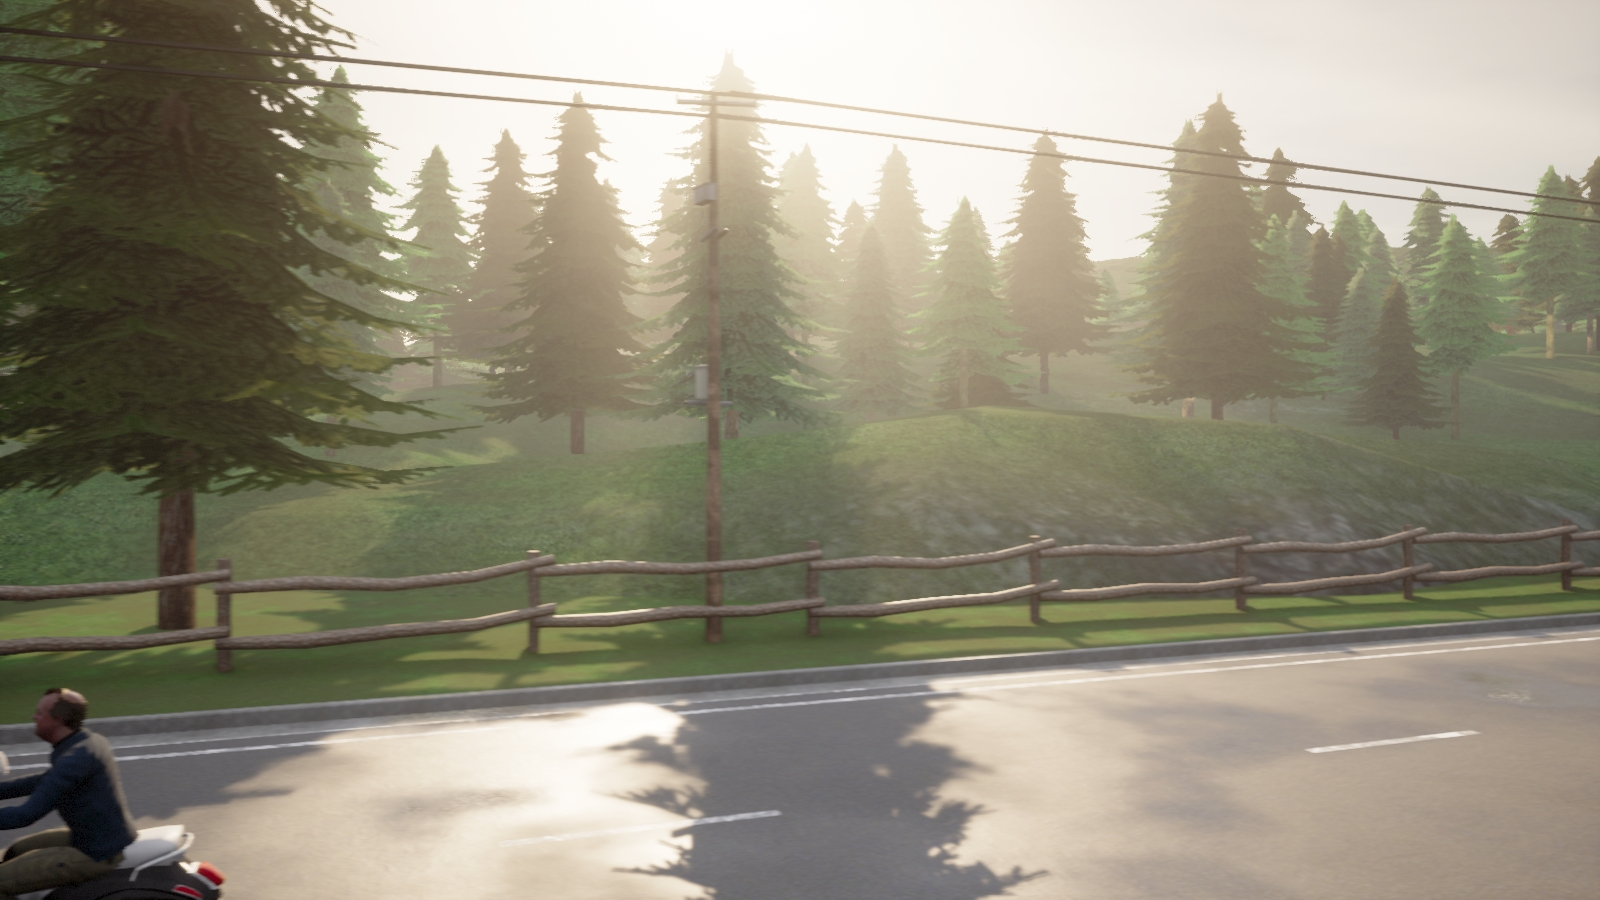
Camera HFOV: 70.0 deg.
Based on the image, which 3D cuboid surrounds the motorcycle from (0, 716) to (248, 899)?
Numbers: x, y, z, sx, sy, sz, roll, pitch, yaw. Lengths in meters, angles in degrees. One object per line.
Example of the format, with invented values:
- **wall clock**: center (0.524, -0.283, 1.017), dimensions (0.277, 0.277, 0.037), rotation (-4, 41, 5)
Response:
- **motorcycle**: center (-3.773, 2.142, 5.650), dimensions (1.805, 1.316, 0.856), rotation (0, 0, -20)
